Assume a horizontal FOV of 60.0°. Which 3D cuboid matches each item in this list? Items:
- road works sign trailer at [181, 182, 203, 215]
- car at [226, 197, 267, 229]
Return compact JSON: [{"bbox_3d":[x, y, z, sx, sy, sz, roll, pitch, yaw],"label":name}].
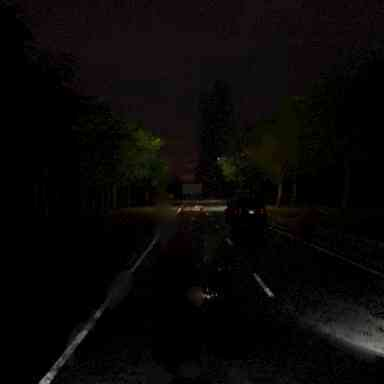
[{"bbox_3d":[-0.009,0.669,36.219,2.380,3.560,2.880,0,0,0],"label":"road works sign trailer"},{"bbox_3d":[3.594,1.343,22.766,2.150,2.045,5.566,0,0,0],"label":"car"}]
